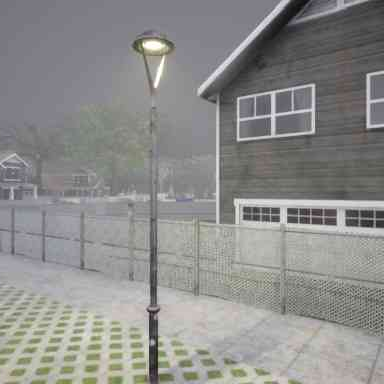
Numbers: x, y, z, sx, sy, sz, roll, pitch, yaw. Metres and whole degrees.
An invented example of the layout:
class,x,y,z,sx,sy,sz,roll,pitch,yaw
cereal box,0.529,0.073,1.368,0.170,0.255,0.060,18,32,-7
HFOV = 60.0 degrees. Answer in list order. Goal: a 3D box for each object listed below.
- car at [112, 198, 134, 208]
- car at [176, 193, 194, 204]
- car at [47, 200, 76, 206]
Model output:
class,x,y,z,sx,sy,sz,roll,pitch,yaw
car,-9.428,1.610,45.332,1.837,1.490,4.892,0,0,19
car,-1.313,1.227,61.655,2.150,2.045,5.566,0,0,15
car,-13.654,1.583,33.948,2.128,1.511,4.902,0,0,22
